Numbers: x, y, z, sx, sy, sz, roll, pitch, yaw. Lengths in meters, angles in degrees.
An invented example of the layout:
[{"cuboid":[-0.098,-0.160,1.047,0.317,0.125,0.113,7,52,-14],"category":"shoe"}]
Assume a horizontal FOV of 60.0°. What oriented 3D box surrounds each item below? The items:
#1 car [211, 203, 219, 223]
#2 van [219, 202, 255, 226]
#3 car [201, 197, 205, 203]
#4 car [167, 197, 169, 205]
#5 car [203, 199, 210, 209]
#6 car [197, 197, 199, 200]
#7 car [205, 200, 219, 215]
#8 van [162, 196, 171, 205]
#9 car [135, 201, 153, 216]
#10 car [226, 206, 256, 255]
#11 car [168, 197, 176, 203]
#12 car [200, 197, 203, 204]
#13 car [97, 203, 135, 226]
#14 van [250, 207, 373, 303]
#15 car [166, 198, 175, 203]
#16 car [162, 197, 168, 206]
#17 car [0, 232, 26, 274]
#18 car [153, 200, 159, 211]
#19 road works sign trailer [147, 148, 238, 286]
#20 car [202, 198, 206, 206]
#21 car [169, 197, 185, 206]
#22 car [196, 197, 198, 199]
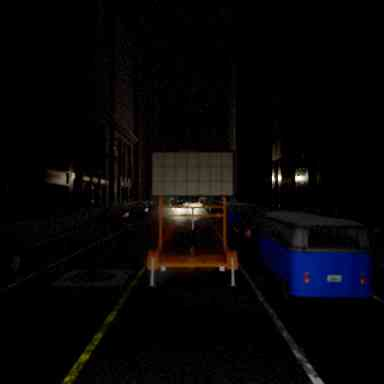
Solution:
[{"cuboid":[2.727,1.760,25.003,2.008,1.369,4.403,1,0,0],"category":"car"},{"cuboid":[2.718,1.504,19.380,1.690,1.788,3.998,1,0,0],"category":"van"},{"cuboid":[2.786,1.969,53.125,1.887,1.381,4.507,1,0,0],"category":"car"},{"cuboid":[-5.704,1.982,70.011,1.967,1.590,4.097,1,0,0],"category":"car"},{"cuboid":[2.762,1.885,41.877,1.887,1.381,4.507,1,0,0],"category":"car"},{"cuboid":[2.844,2.163,81.249,1.887,1.381,4.507,1,0,0],"category":"car"},{"cuboid":[2.751,1.848,36.252,2.008,1.369,4.403,1,0,0],"category":"car"},{"cuboid":[-5.691,1.921,75.636,1.690,1.788,3.998,1,0,0],"category":"van"},{"cuboid":[-5.775,1.848,36.264,2.008,1.369,4.403,1,0,0],"category":"car"},{"cuboid":[2.705,1.558,13.754,1.967,1.590,4.097,1,0,0],"category":"car"},{"cuboid":[-5.657,2.134,92.508,1.967,1.590,4.097,1,0,0],"category":"car"},{"cuboid":[2.797,2.009,58.750,1.887,1.381,4.507,1,0,0],"category":"car"},{"cuboid":[-5.798,1.753,25.016,1.887,1.381,4.507,1,0,0],"category":"car"},{"cuboid":[2.694,1.412,8.131,1.690,1.788,3.998,1,0,0],"category":"van"},{"cuboid":[-5.670,2.222,86.883,1.947,1.339,4.313,1,0,0],"category":"car"},{"cuboid":[-5.729,2.046,58.762,1.802,1.307,4.206,1,0,0],"category":"car"},{"cuboid":[-5.833,1.615,8.143,1.887,1.381,4.507,1,0,0],"category":"car"},{"cuboid":[-5.752,1.907,47.343,1.752,1.417,4.829,1,0,0],"category":"car"},{"cuboid":[0.020,0.547,9.604,2.380,3.560,2.880,0,0,0],"category":"road works sign trailer"},{"cuboid":[2.774,1.927,47.500,1.887,1.381,4.507,1,0,0],"category":"car"},{"cuboid":[-2.868,2.066,64.199,1.994,1.385,4.181,0,0,0],"category":"car"},{"cuboid":[2.857,2.096,86.874,1.967,1.590,4.097,1,0,0],"category":"car"}]
